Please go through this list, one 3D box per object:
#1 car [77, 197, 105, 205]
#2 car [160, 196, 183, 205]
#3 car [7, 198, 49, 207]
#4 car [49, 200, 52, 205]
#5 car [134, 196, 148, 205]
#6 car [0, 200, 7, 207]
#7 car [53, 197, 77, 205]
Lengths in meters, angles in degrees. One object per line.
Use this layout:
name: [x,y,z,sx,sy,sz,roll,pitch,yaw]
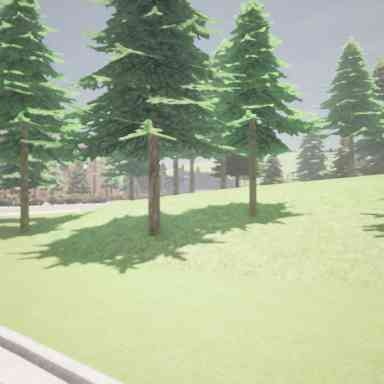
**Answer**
car: [-19.335,1.736,65.226,1.837,1.490,4.892,0,0,36]
car: [-4.607,1.536,66.052,2.097,1.767,4.553,0,0,36]
car: [-26.865,1.724,54.633,2.128,1.511,4.902,0,0,35]
car: [-26.503,1.859,67.156,1.895,1.301,4.718,0,0,35]
car: [-9.455,1.551,65.321,2.097,1.767,4.553,0,0,35]
car: [-29.758,1.849,56.582,1.895,1.301,4.718,0,0,35]
car: [-23.951,1.726,64.715,1.882,1.535,5.008,0,0,36]
